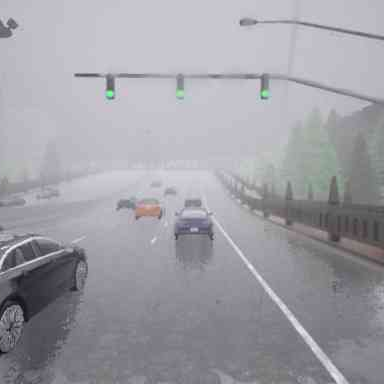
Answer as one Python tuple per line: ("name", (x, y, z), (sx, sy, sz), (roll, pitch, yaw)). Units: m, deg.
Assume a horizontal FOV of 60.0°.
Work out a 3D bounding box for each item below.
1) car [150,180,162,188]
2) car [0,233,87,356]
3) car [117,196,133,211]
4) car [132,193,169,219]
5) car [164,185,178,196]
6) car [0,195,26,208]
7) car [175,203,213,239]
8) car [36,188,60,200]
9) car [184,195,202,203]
("car", (-6.843, -1.634, 63.761), (2.033, 1.411, 5.357), (0, 7, 0))
("car", (-3.400, 1.481, 6.006), (2.128, 1.511, 4.902), (0, 0, 0))
("car", (-6.885, 1.144, 36.404), (1.837, 1.490, 4.892), (0, 3, 0))
("car", (-3.400, 1.273, 28.046), (2.097, 1.767, 4.553), (0, 1, 0))
("car", (-3.380, -0.332, 53.215), (1.837, 1.490, 4.892), (0, 8, 1))
("car", (-20.985, 1.097, 38.299), (1.994, 1.385, 4.181), (0, 3, 0))
("car", (0.089, 1.495, 17.007), (1.812, 1.442, 4.674), (0, 0, 0))
("car", (-20.928, 0.192, 48.522), (2.128, 1.511, 4.902), (0, 6, 0))
("car", (0.119, 1.045, 37.613), (1.882, 1.535, 5.008), (0, 3, 0))
